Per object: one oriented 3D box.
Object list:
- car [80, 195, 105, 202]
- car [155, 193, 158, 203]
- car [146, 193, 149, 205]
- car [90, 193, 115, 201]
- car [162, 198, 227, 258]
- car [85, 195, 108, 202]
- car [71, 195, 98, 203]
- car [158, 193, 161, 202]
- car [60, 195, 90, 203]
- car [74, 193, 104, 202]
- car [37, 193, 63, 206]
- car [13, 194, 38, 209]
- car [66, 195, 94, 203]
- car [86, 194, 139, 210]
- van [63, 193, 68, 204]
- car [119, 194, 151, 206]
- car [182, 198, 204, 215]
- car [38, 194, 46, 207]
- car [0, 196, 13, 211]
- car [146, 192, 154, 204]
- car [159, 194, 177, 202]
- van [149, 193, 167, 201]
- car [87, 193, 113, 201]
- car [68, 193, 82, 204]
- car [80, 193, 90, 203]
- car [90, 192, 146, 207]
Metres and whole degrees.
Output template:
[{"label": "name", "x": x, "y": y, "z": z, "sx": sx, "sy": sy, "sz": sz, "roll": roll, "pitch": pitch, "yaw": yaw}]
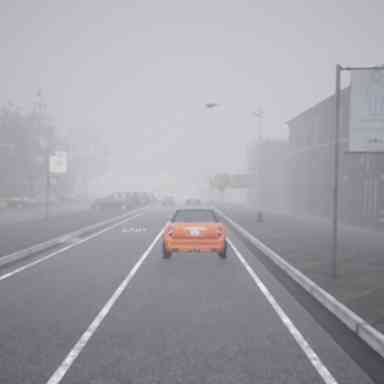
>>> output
[{"label": "car", "x": -21.919, "y": 1.403, "z": 73.517, "sx": 5.008, "sy": 1.535, "sz": 2.097, "roll": 0, "pitch": 0, "yaw": 0}, {"label": "car", "x": -8.824, "y": 1.321, "z": 56.900, "sx": 4.892, "sy": 1.521, "sz": 2.231, "roll": 0, "pitch": 0, "yaw": 0}, {"label": "car", "x": -8.834, "y": 1.278, "z": 45.685, "sx": 4.892, "sy": 1.521, "sz": 2.231, "roll": 0, "pitch": 0, "yaw": 0}, {"label": "car", "x": -21.905, "y": 1.209, "z": 81.748, "sx": 5.566, "sy": 2.045, "sz": 2.435, "roll": 0, "pitch": 0, "yaw": 0}, {"label": "car", "x": 0.097, "y": 1.282, "z": 12.556, "sx": 2.097, "sy": 1.767, "sz": 4.553, "roll": 0, "pitch": 0, "yaw": 0}, {"label": "car", "x": -21.925, "y": 1.459, "z": 76.177, "sx": 4.674, "sy": 1.452, "sz": 2.002, "roll": 0, "pitch": 0, "yaw": 0}, {"label": "car", "x": -21.948, "y": 1.401, "z": 67.947, "sx": 4.792, "sy": 1.488, "sz": 2.163, "roll": 0, "pitch": 0, "yaw": 0}, {"label": "car", "x": -8.828, "y": 1.345, "z": 62.506, "sx": 5.008, "sy": 1.535, "sz": 2.097, "roll": 0, "pitch": 0, "yaw": 0}, {"label": "car", "x": -21.908, "y": 1.346, "z": 62.377, "sx": 5.008, "sy": 1.535, "sz": 2.097, "roll": 0, "pitch": 0, "yaw": 0}, {"label": "car", "x": -21.894, "y": 1.134, "z": 70.731, "sx": 5.566, "sy": 2.045, "sz": 2.435, "roll": 0, "pitch": 0, "yaw": 0}, {"label": "car", "x": -21.876, "y": 1.161, "z": 48.453, "sx": 4.553, "sy": 1.767, "sz": 2.185, "roll": 0, "pitch": 0, "yaw": 0}, {"label": "car", "x": -21.917, "y": 1.273, "z": 40.098, "sx": 5.008, "sy": 1.535, "sz": 2.097, "roll": 0, "pitch": 0, "yaw": 0}, {"label": "car", "x": -21.887, "y": 1.388, "z": 65.162, "sx": 4.792, "sy": 1.488, "sz": 2.163, "roll": 0, "pitch": 0, "yaw": 0}, {"label": "car", "x": -8.829, "y": 1.276, "z": 37.280, "sx": 4.892, "sy": 1.521, "sz": 2.231, "roll": 0, "pitch": 0, "yaw": 0}, {"label": "van", "x": -22.023, "y": 1.070, "z": 51.234, "sx": 4.442, "sy": 1.987, "sz": 1.878, "roll": 0, "pitch": 0, "yaw": 0}, {"label": "car", "x": -8.796, "y": 1.169, "z": 51.292, "sx": 4.553, "sy": 1.767, "sz": 2.185, "roll": 0, "pitch": 0, "yaw": 0}, {"label": "car", "x": 0.111, "y": 1.366, "z": 33.131, "sx": 2.033, "sy": 1.411, "sz": 5.357, "roll": 0, "pitch": 0, "yaw": 0}, {"label": "car", "x": -21.912, "y": 1.315, "z": 42.885, "sx": 4.674, "sy": 1.452, "sz": 2.002, "roll": 0, "pitch": 0, "yaw": 0}, {"label": "car", "x": -21.912, "y": 1.281, "z": 34.530, "sx": 5.008, "sy": 1.535, "sz": 2.097, "roll": 0, "pitch": 0, "yaw": 0}, {"label": "car", "x": -8.856, "y": 1.035, "z": 48.491, "sx": 5.566, "sy": 2.045, "sz": 2.435, "roll": 0, "pitch": 0, "yaw": 0}, {"label": "car", "x": -3.233, "y": 1.320, "z": 47.300, "sx": 1.837, "sy": 1.490, "sz": 4.892, "roll": 0, "pitch": -1, "yaw": 0}, {"label": "van", "x": -8.740, "y": 1.257, "z": 84.930, "sx": 4.442, "sy": 1.987, "sz": 1.878, "roll": 0, "pitch": 0, "yaw": 0}, {"label": "car", "x": -21.901, "y": 1.188, "z": 79.087, "sx": 5.566, "sy": 2.045, "sz": 2.435, "roll": 0, "pitch": 0, "yaw": 0}, {"label": "car", "x": -21.907, "y": 1.361, "z": 56.805, "sx": 4.674, "sy": 1.452, "sz": 2.002, "roll": 0, "pitch": 0, "yaw": 0}, {"label": "car", "x": -21.725, "y": 1.331, "z": 59.591, "sx": 5.366, "sy": 1.575, "sz": 1.946, "roll": 0, "pitch": 0, "yaw": 0}, {"label": "car", "x": -8.860, "y": 1.021, "z": 40.081, "sx": 5.566, "sy": 2.045, "sz": 2.435, "roll": 0, "pitch": 0, "yaw": 0}]
